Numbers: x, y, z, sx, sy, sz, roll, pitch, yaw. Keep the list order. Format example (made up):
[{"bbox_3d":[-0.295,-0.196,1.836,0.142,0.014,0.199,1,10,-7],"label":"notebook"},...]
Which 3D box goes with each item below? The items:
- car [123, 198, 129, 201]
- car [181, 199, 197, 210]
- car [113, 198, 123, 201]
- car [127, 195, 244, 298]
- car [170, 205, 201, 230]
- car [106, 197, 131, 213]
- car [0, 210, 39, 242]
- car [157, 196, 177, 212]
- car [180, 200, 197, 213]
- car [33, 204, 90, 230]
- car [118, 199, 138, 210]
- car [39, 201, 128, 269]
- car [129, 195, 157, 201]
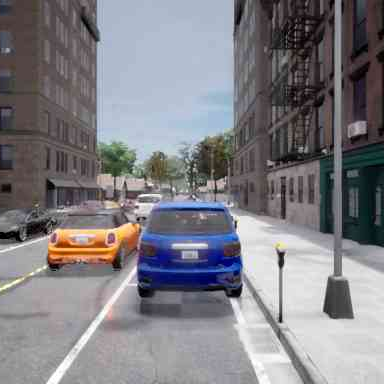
[{"bbox_3d":[-5.860,1.537,34.653,1.812,1.442,4.674,0,0,0],"label":"car"},{"bbox_3d":[-0.383,1.584,43.946,1.947,1.339,4.313,0,0,0],"label":"car"},{"bbox_3d":[-8.408,1.535,32.737,1.752,1.417,4.829,0,0,0],"label":"car"},{"bbox_3d":[-0.039,1.228,8.680,2.150,2.045,5.566,0,0,0],"label":"car"},{"bbox_3d":[-0.383,1.584,21.873,1.802,1.307,4.206,0,0,0],"label":"car"},{"bbox_3d":[-8.408,1.454,38.426,1.967,1.590,4.097,0,0,0],"label":"car"},{"bbox_3d":[-8.408,1.567,16.351,1.947,1.339,4.313,0,0,0],"label":"car"},{"bbox_3d":[-2.941,1.369,40.466,2.097,1.767,4.553,0,0,0],"label":"car"},{"bbox_3d":[-0.383,1.596,38.428,1.802,1.307,4.206,0,0,0],"label":"car"},{"bbox_3d":[-8.408,1.553,21.869,2.008,1.369,4.403,0,0,0],"label":"car"},{"bbox_3d":[-8.408,1.600,43.945,1.802,1.307,4.206,0,0,0],"label":"car"},{"bbox_3d":[-3.021,1.353,11.250,2.097,1.767,4.553,0,0,0],"label":"car"},{"bbox_3d":[-2.941,1.222,25.099,2.150,2.045,5.566,0,-1,0],"label":"car"}]
